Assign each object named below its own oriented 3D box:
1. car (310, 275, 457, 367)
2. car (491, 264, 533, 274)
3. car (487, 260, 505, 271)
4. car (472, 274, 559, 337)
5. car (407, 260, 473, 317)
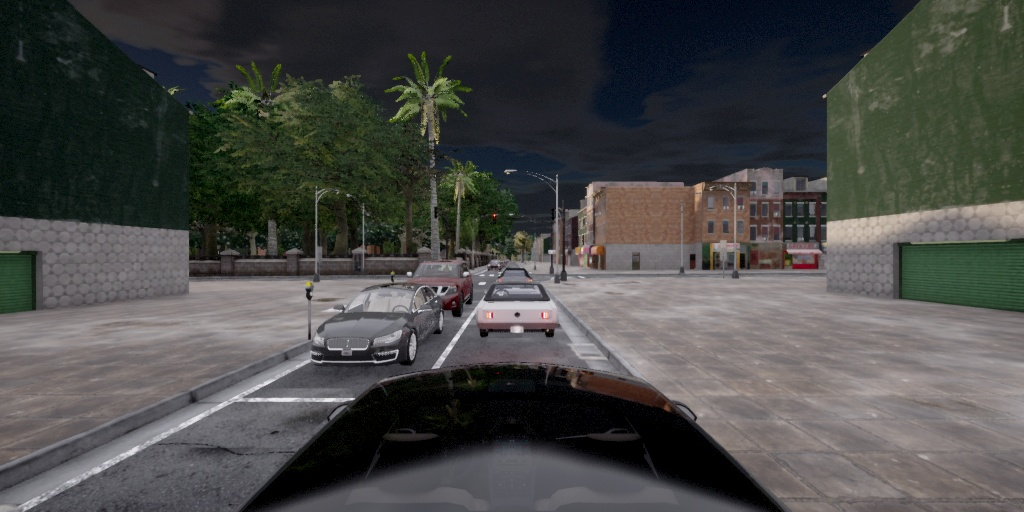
[{"bbox_3d":[-2.619,1.301,7.883,2.007,1.370,4.403,0,0,0],"label":"car"},{"bbox_3d":[0.163,1.324,19.396,1.994,1.385,4.181,0,0,2],"label":"car"},{"bbox_3d":[-2.480,1.292,51.493,1.967,1.591,4.097,0,0,0],"label":"car"},{"bbox_3d":[0.126,1.352,10.224,1.895,1.301,4.718,0,0,0],"label":"car"},{"bbox_3d":[-2.602,1.068,13.346,2.192,1.841,5.009,0,0,0],"label":"car"}]
